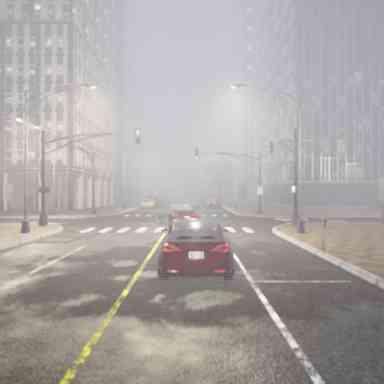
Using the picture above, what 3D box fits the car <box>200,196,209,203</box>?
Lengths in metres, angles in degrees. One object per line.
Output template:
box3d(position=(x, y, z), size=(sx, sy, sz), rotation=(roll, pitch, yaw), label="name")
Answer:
box3d(position=(2.716, 1.555, 72.446), size=(1.752, 1.417, 4.829), rotation=(0, 0, 0), label="car")

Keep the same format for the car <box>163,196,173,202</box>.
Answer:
box3d(position=(-5.662, 1.575, 77.959), size=(2.008, 1.369, 4.403), rotation=(0, 0, 0), label="car")

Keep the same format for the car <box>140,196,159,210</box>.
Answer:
box3d(position=(-5.803, 1.568, 43.733), size=(1.752, 1.417, 4.829), rotation=(0, 0, 0), label="car")

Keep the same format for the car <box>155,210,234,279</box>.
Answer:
box3d(position=(0.102, 1.519, 10.097), size=(2.163, 1.488, 4.792), rotation=(0, 0, 0), label="car")

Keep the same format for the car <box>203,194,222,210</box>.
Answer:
box3d(position=(2.837, 1.483, 43.900), size=(1.967, 1.590, 4.097), rotation=(0, 0, 0), label="car")

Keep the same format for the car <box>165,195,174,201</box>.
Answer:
box3d(position=(-5.660, 1.568, 83.634), size=(2.008, 1.369, 4.403), rotation=(0, 0, 0), label="car")

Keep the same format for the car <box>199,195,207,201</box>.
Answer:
box3d(position=(2.720, 1.568, 83.624), size=(2.008, 1.369, 4.403), rotation=(0, 0, 0), label="car")

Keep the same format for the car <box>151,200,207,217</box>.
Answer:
box3d(position=(-0.999, 1.533, 21.785), size=(2.163, 1.488, 4.792), rotation=(0, 0, -17), label="car")

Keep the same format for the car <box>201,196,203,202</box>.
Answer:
box3d(position=(2.808, 1.593, 49.578), size=(2.008, 1.369, 4.403), rotation=(0, 0, 0), label="car")

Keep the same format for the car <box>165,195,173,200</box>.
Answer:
box3d(position=(-5.664, 1.574, 72.283), size=(1.887, 1.381, 4.507), rotation=(0, 0, 0), label="car")

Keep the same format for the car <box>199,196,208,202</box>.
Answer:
box3d(position=(2.718, 1.569, 77.950), size=(1.887, 1.381, 4.507), rotation=(0, 0, 0), label="car")

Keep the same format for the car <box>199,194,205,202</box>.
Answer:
box3d(position=(2.716, 1.349, 66.601), size=(2.192, 1.841, 5.009), rotation=(0, 0, 0), label="car")

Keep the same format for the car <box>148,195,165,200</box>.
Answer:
box3d(position=(-5.770, 1.357, 49.582), size=(2.192, 1.841, 5.009), rotation=(0, 0, 0), label="car")

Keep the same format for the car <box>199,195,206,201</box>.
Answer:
box3d(position=(2.722, 1.534, 89.471), size=(1.752, 1.417, 4.829), rotation=(0, 0, 0), label="car")
